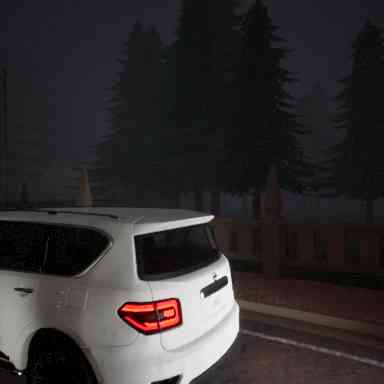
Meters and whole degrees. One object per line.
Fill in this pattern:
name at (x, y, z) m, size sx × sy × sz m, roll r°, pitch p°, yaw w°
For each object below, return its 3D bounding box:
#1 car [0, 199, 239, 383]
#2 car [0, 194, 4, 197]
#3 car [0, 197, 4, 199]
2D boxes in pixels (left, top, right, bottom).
car at (-2.108, 1.221, 4.740) m, size 5.566 × 2.045 × 2.150 m, roll 0°, pitch 0°, yaw 29°
car at (-23.351, 1.277, 36.663) m, size 2.150 × 2.045 × 5.566 m, roll 0°, pitch 0°, yaw 22°
car at (-19.962, 1.581, 35.697) m, size 1.812 × 1.442 × 4.674 m, roll 0°, pitch 0°, yaw 22°
